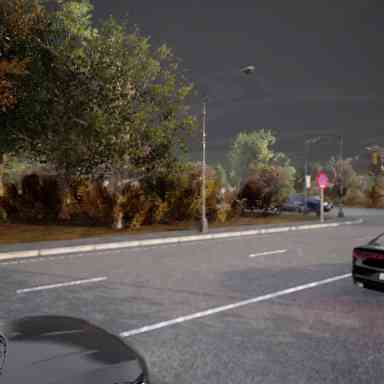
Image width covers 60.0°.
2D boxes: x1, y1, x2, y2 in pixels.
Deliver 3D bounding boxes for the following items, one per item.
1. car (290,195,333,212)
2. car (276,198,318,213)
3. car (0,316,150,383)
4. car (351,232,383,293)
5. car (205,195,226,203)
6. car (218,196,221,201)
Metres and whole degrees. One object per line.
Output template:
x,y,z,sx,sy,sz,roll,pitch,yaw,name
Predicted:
14.266,1.342,40.374,2.150,2.045,5.566,0,0,-31,car
11.665,1.672,37.901,1.994,1.385,4.181,0,0,-32,car
-2.562,1.503,1.910,4.892,1.490,1.837,0,0,-36,car
5.796,1.509,7.913,5.008,1.535,1.882,0,0,-36,car
4.800,1.465,68.564,1.837,1.490,4.892,0,1,-33,car
3.329,1.645,57.554,1.895,1.301,4.718,0,0,-32,car
